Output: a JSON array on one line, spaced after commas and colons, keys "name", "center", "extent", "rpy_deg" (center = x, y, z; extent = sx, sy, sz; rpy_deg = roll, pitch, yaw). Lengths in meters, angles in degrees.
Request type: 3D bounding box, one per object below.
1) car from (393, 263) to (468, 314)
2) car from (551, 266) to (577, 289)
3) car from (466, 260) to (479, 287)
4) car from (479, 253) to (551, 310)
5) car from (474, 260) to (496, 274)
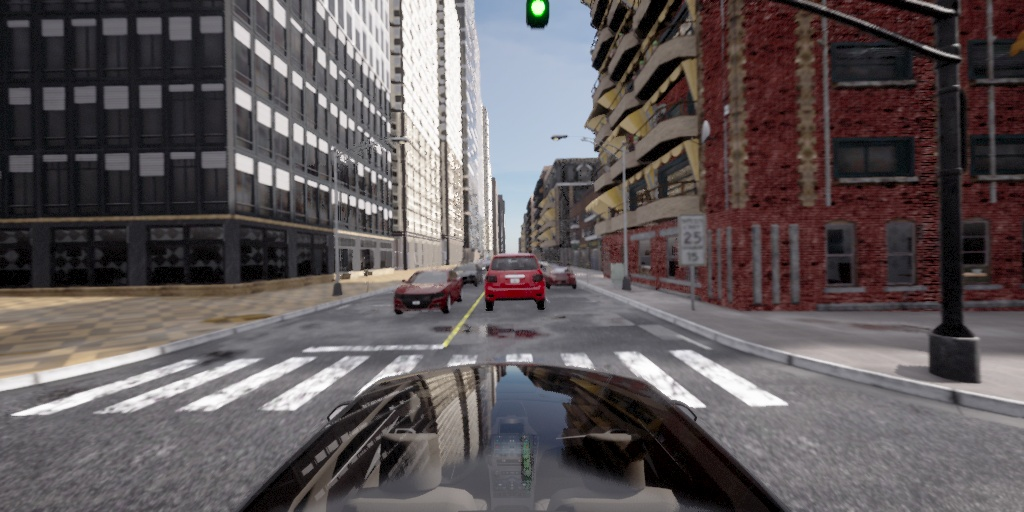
[{"name": "car", "center": [-3.095, 1.236, 14.094], "extent": [1.882, 1.535, 5.008], "rpy_deg": [-1, 0, 0]}, {"name": "car", "center": [2.772, 1.219, 21.288], "extent": [1.802, 1.307, 4.207], "rpy_deg": [0, 0, 0]}, {"name": "car", "center": [-3.070, 1.254, 24.373], "extent": [1.837, 1.490, 4.892], "rpy_deg": [-1, 0, 0]}, {"name": "car", "center": [0.102, 0.917, 14.602], "extent": [2.150, 2.045, 5.566], "rpy_deg": [-1, 0, 0]}, {"name": "car", "center": [-3.004, 1.226, 41.411], "extent": [2.128, 1.511, 4.902], "rpy_deg": [-1, 0, 1]}]
